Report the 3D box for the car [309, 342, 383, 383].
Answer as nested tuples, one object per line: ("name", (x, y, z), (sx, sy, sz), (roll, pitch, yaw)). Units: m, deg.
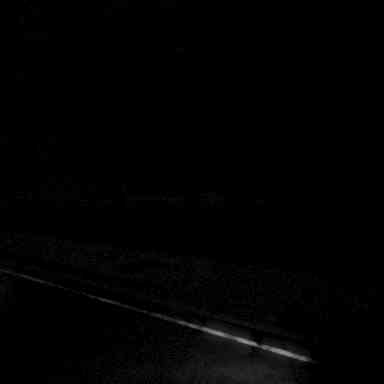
("car", (2.902, 1.525, 1.448), (4.674, 1.442, 1.812), (0, 0, 36))
